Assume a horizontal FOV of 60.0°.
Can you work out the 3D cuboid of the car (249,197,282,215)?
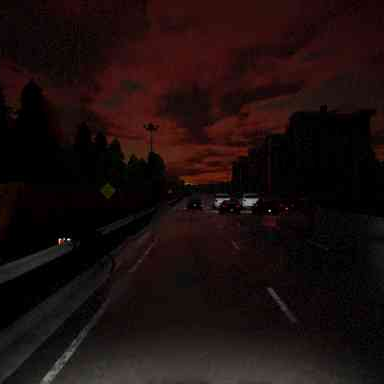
[{"bbox_3d":[7.295,1.505,33.596,1.837,1.490,4.892,0,0,0],"label":"car"}]

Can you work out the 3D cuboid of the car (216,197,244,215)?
[{"bbox_3d":[3.798,1.526,34.029,1.812,1.442,4.674,0,0,0],"label":"car"}]

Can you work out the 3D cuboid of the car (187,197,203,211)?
[{"bbox_3d":[0.341,1.547,40.675,2.033,1.411,5.357,0,0,0],"label":"car"}]

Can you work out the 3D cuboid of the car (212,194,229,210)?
[{"bbox_3d":[3.837,1.221,43.944,2.150,2.045,5.566,0,0,0],"label":"car"}]

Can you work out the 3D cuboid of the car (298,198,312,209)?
[{"bbox_3d":[14.344,1.478,44.306,1.882,1.535,5.008,0,0,0],"label":"car"}]

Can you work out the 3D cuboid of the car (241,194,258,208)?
[{"bbox_3d":[7.339,1.221,43.506,2.150,2.045,5.566,0,0,0],"label":"car"}]

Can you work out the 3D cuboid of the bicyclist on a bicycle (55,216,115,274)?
[{"bbox_3d":[-2.909,1.491,9.105,1.656,1.620,0.582,4,0,-1],"label":"bicyclist on a bicycle"}]

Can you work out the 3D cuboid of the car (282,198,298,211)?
[{"bbox_3d":[10.829,1.601,40.215,1.895,1.301,4.718,0,0,0],"label":"car"}]

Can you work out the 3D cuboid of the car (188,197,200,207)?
[{"bbox_3d":[0.268,1.526,51.025,1.812,1.442,4.674,0,0,0],"label":"car"}]
